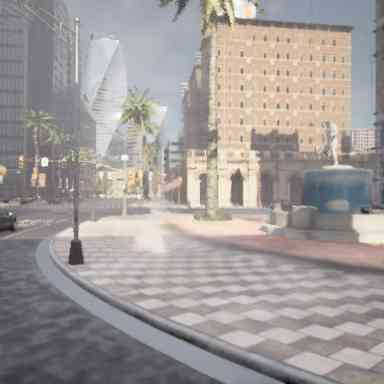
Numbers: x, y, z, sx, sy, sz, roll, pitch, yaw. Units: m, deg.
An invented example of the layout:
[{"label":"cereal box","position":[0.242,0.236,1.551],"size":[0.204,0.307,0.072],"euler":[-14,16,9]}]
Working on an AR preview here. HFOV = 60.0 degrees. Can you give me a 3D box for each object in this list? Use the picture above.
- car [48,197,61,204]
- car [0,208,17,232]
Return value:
[{"label":"car","position":[-31.930,1.931,77.513],"size":[2.161,1.482,4.786],"euler":[0,0,-7]},{"label":"car","position":[-11.153,1.560,18.213],"size":[1.882,1.535,5.008],"euler":[0,0,-13]}]
